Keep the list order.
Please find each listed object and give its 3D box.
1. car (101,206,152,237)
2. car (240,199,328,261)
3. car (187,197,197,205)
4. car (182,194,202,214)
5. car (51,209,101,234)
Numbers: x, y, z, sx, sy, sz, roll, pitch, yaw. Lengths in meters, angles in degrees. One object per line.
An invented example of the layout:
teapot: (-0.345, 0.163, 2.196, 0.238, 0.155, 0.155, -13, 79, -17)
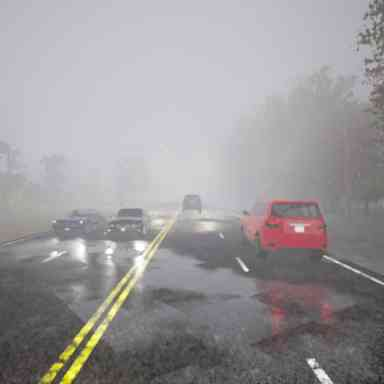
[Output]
car: (-3.356, 1.595, 18.599, 1.837, 1.490, 4.892, 0, 0, 0)
car: (3.257, 1.288, 12.771, 2.150, 2.045, 5.566, 1, -1, 0)
car: (-0.078, 1.953, 73.743, 2.128, 1.511, 4.902, 0, 0, 0)
car: (-0.001, 1.393, 38.448, 2.150, 2.045, 5.566, 0, -4, 0)
car: (-6.611, 1.678, 19.856, 1.895, 1.301, 4.718, 0, 0, 0)
